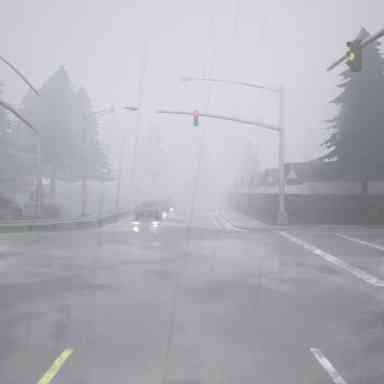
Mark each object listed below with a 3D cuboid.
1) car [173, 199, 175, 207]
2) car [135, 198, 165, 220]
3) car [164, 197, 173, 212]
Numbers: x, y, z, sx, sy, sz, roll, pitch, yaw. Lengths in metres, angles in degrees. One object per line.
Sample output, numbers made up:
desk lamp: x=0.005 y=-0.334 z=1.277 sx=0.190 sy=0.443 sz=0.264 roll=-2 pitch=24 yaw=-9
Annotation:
car: x=-3.502 y=1.504 z=48.302 sx=1.837 sy=1.490 sz=4.892 roll=0 pitch=0 yaw=2
car: x=-3.596 y=1.505 z=28.033 sx=1.837 sy=1.490 sz=4.892 roll=0 pitch=0 yaw=0
car: x=-3.588 y=1.564 z=37.947 sx=1.994 sy=1.385 sz=4.181 roll=0 pitch=0 yaw=0
